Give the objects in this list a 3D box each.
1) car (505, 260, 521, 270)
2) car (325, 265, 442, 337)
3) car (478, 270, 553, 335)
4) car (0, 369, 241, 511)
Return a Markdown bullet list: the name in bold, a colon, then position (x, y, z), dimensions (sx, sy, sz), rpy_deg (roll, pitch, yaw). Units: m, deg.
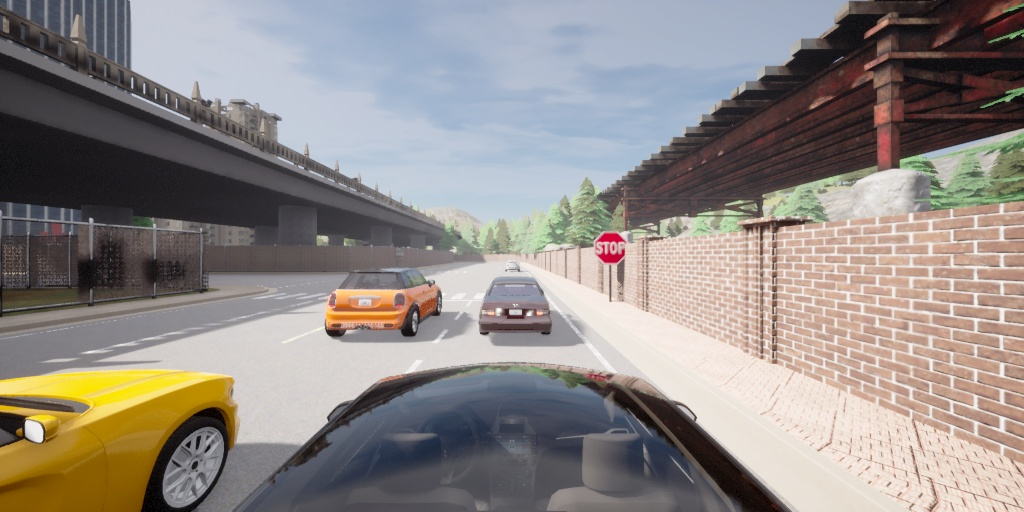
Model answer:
- **car**: position (0.067, 1.276, 46.348), dimensions (1.812, 1.442, 4.674), rpy_deg (0, 0, -1)
- **car**: position (-3.423, 1.102, 10.463), dimensions (2.097, 1.767, 4.553), rpy_deg (0, 0, 0)
- **car**: position (0.078, 1.297, 10.485), dimensions (2.033, 1.411, 5.357), rpy_deg (0, 0, 0)
- **car**: position (-3.398, 1.228, 1.205), dimensions (1.882, 1.535, 5.008), rpy_deg (0, 0, 0)
